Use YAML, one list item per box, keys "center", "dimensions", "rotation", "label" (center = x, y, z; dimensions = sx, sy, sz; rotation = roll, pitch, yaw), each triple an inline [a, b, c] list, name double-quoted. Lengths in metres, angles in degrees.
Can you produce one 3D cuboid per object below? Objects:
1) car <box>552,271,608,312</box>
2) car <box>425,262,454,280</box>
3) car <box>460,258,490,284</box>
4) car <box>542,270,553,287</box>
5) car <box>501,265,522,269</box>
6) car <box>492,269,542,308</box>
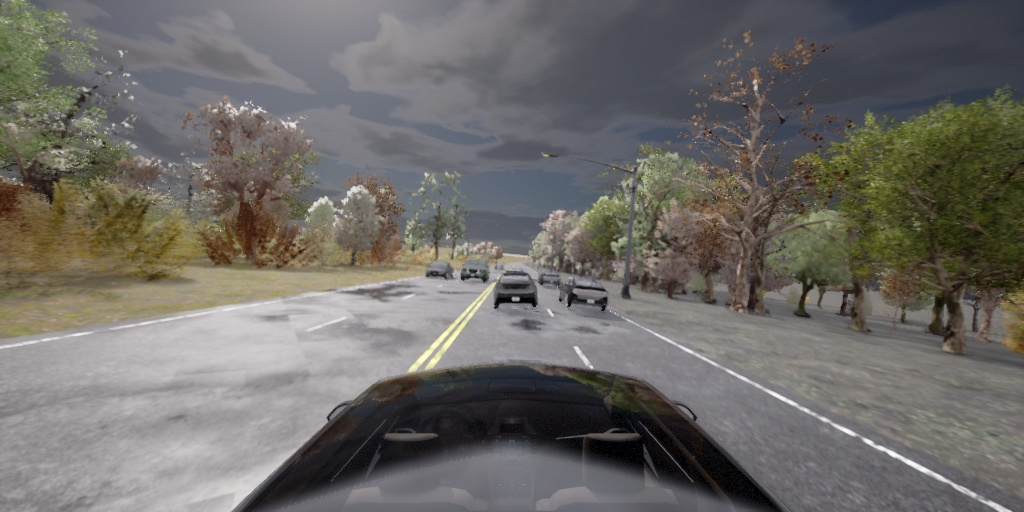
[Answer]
- center: [3.477, 1.804, 18.091]
  dimensions: [2.128, 1.511, 4.902]
  rotation: [7, -1, 0]
  label: "car"
- center: [-6.400, 1.263, 32.248]
  dimensions: [1.837, 1.490, 4.892]
  rotation: [5, -1, 1]
  label: "car"
- center: [-3.142, 1.248, 31.924]
  dimensions: [2.150, 2.045, 5.566]
  rotation: [5, -1, 1]
  label: "car"
- center: [3.536, 2.107, 34.010]
  dimensions: [2.128, 1.511, 4.902]
  rotation: [4, -1, 0]
  label: "car"
- center: [0.293, 1.833, 33.976]
  dimensions: [2.128, 1.511, 4.902]
  rotation: [4, -1, 0]
  label: "car"
- center: [0.145, 1.504, 16.636]
  dimensions: [1.837, 1.490, 4.892]
  rotation: [0, -1, 0]
  label: "car"
